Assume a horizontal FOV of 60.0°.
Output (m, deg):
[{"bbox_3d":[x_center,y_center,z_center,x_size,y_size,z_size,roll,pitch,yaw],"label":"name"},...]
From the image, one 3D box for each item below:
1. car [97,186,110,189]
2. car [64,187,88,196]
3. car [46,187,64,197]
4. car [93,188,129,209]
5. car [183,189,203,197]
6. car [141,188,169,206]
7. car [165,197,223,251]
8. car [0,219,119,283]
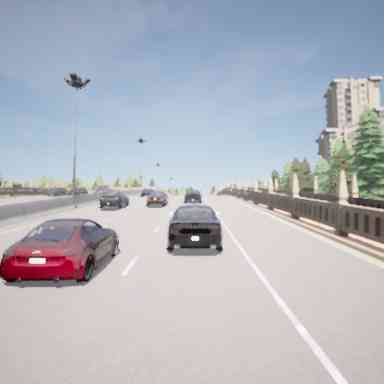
[{"bbox_3d":[-14.054,-0.148,52.490,2.097,1.767,4.553,0,1,1],"label":"car"},{"bbox_3d":[-17.560,0.023,51.468,1.837,1.490,4.892,0,2,0],"label":"car"},{"bbox_3d":[-21.049,0.009,52.172,1.837,1.490,4.892,0,1,1],"label":"car"},{"bbox_3d":[-6.903,0.689,29.917,2.128,1.511,4.902,0,2,0],"label":"car"},{"bbox_3d":[0.096,0.473,37.183,1.837,1.490,4.892,0,2,0],"label":"car"},{"bbox_3d":[-3.405,0.637,33.317,2.033,1.411,5.357,0,2,0],"label":"car"},{"bbox_3d":[0.099,1.217,12.900,1.882,1.535,5.008,0,2,0],"label":"car"},{"bbox_3d":[-3.401,1.422,9.318,1.994,1.385,4.181,0,2,0],"label":"car"}]
